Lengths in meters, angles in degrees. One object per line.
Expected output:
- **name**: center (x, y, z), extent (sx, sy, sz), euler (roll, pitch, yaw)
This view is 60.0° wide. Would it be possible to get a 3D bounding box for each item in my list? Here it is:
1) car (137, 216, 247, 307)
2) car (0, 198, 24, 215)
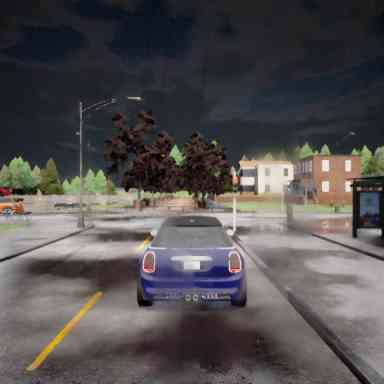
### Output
- **car**: center (0.008, 1.352, 8.161), extent (2.097, 1.767, 4.553), euler (0, 0, 0)
- **car**: center (-19.103, 1.351, 32.524), extent (4.553, 1.767, 2.097), euler (0, 0, 0)
